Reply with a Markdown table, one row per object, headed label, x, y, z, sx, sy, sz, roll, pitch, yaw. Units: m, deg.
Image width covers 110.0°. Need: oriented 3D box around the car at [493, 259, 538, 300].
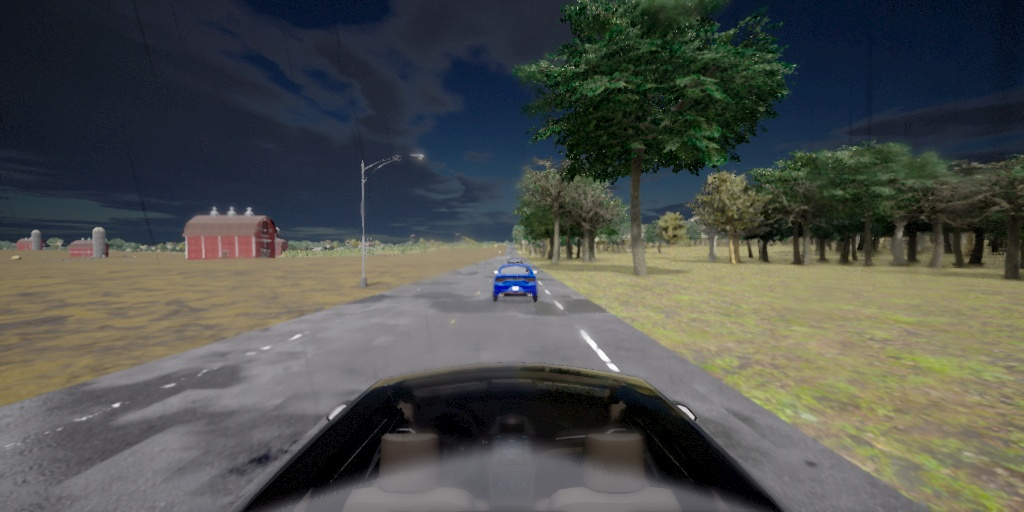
| label | x | y | z | sx | sy | sz | roll | pitch | yaw |
| --- | --- | --- | --- | --- | --- | --- | --- | --- | --- |
| car | 0.161 | 1.097 | 16.637 | 1.882 | 1.535 | 5.008 | 0 | 1 | 0 |
